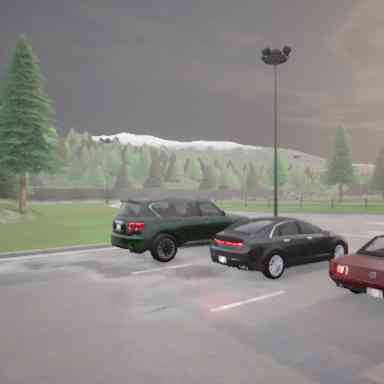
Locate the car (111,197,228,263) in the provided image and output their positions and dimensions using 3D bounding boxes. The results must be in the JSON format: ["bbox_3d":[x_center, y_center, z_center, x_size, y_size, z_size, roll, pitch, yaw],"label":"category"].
[{"bbox_3d":[-0.162,1.216,12.250,5.566,2.045,2.150,0,0,-35],"label":"car"}]

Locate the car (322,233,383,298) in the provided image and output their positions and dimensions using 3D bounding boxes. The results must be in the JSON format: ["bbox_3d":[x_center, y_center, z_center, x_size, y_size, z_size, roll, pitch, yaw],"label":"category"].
[{"bbox_3d":[5.236,1.594,7.487,4.718,1.301,1.895,0,0,-35],"label":"car"}]

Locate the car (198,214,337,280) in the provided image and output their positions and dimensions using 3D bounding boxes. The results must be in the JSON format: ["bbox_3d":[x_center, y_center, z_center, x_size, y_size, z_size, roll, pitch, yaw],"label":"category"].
[{"bbox_3d":[2.774,1.499,10.036,4.892,1.490,1.837,0,0,-35],"label":"car"}]
